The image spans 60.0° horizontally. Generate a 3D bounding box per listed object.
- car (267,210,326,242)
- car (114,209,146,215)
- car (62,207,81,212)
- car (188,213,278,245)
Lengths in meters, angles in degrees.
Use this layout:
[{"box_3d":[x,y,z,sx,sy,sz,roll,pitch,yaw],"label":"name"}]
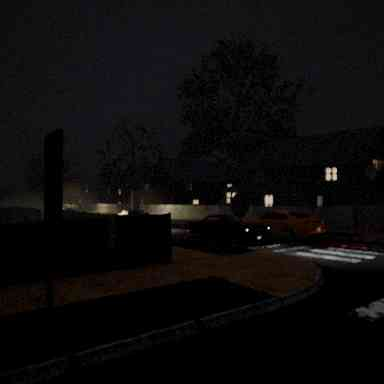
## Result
[{"box_3d":[4.795,1.743,18.272,1.882,1.535,5.008,1,-2,-34],"label":"car"},{"box_3d":[-4.596,2.081,26.335,2.033,1.411,5.357,1,-2,-35],"label":"car"},{"box_3d":[-15.083,2.542,41.178,1.994,1.385,4.181,1,-2,-35],"label":"car"},{"box_3d":[1.850,1.864,17.254,1.895,1.301,4.718,1,-2,-35],"label":"car"}]
